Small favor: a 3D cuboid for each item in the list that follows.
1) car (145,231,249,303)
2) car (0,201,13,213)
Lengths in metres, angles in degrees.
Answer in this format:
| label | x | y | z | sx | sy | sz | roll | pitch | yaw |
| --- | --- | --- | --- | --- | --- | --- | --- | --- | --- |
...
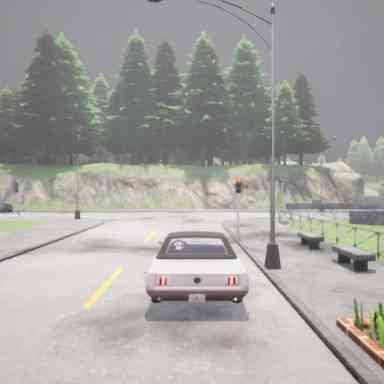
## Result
| label | x | y | z | sx | sy | sz | roll | pitch | yaw |
| --- | --- | --- | --- | --- | --- | --- | --- | --- | --- |
| car | 0.097 | 1.599 | 8.139 | 1.895 | 1.301 | 4.718 | 0 | 0 | 0 |
| car | -21.117 | 1.556 | 34.729 | 4.181 | 1.385 | 1.994 | 0 | 0 | 1 |
